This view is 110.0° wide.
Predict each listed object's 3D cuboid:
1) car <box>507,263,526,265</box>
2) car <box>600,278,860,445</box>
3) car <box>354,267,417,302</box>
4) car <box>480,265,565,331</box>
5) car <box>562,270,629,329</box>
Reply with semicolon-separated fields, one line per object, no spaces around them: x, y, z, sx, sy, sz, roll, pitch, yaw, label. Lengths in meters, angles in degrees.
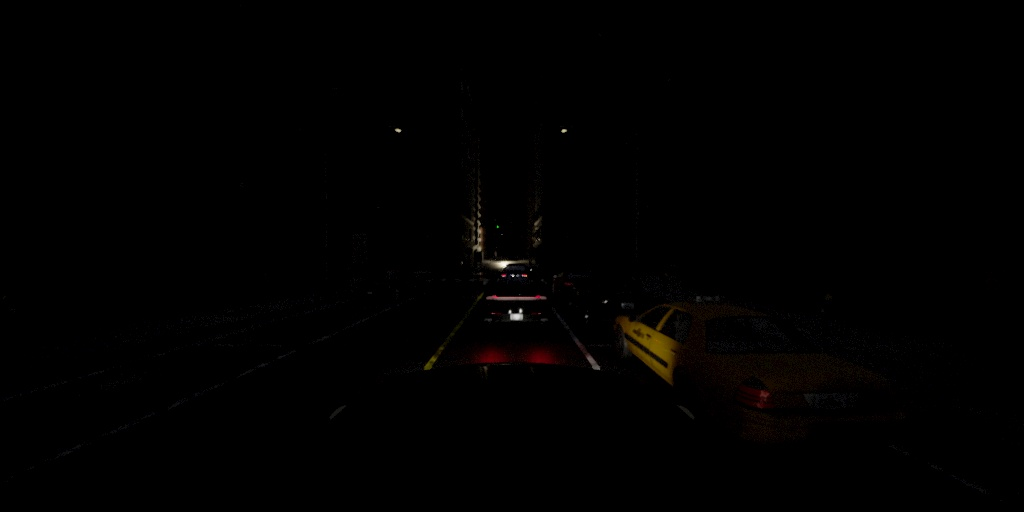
0.332;1.184;23.927;2.033;1.411;5.357;0;0;4;car
2.876;1.257;5.534;1.751;1.417;4.829;0;0;0;car
-5.665;1.219;16.537;1.888;1.381;4.507;0;0;0;car
0.103;1.196;10.810;2.128;1.511;4.902;0;0;0;car
2.878;1.268;10.951;1.948;1.339;4.313;0;0;0;car
